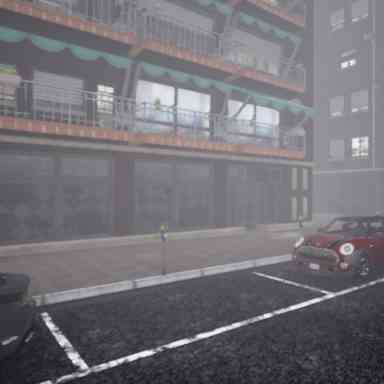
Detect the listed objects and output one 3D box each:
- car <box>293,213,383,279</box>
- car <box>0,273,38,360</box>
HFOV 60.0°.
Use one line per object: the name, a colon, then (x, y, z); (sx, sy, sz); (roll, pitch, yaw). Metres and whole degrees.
car: (4.906, 1.472, 10.054); (4.097, 1.590, 1.967); (0, 0, -35)
car: (-4.115, 1.547, 3.624); (4.403, 1.369, 2.008); (0, 0, -35)
